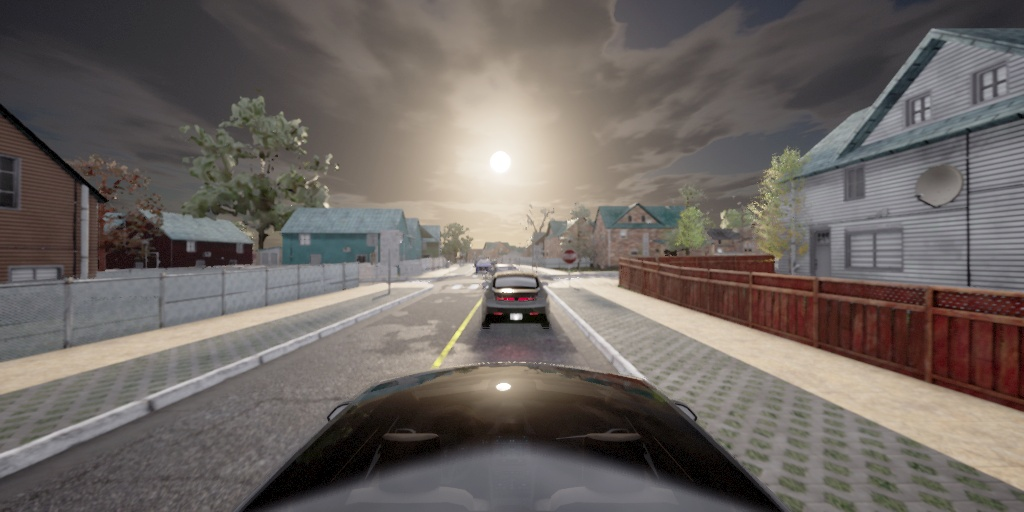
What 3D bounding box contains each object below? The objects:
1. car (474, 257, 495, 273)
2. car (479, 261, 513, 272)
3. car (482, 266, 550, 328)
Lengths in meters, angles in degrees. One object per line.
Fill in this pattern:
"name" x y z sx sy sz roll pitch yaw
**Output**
"car" -3.287 1.178 42.172 1.882 1.535 5.008 0 0 -3
"car" -0.578 1.226 22.196 2.033 1.411 5.357 0 0 -11
"car" 0.105 1.224 11.203 1.837 1.490 4.892 0 0 0
